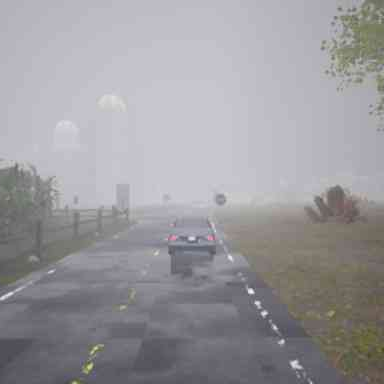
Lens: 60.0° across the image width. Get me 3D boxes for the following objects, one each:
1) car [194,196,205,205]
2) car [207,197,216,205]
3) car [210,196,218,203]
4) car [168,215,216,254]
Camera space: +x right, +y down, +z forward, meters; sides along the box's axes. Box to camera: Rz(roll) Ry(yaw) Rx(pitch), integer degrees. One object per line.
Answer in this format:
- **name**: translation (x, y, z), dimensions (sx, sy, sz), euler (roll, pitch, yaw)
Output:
- **car**: translation (1.745, 1.944, 78.333), dimensions (2.150, 2.045, 5.566), euler (0, 0, 7)
- **car**: translation (4.719, 2.250, 80.034), dimensions (2.128, 1.511, 4.902), euler (0, 0, 7)
- **car**: translation (6.164, 2.118, 92.039), dimensions (2.097, 1.767, 4.553), euler (0, 0, 7)
- **car**: translation (0.008, 1.684, 14.032), dimensions (2.033, 1.411, 5.357), euler (0, -1, 0)
